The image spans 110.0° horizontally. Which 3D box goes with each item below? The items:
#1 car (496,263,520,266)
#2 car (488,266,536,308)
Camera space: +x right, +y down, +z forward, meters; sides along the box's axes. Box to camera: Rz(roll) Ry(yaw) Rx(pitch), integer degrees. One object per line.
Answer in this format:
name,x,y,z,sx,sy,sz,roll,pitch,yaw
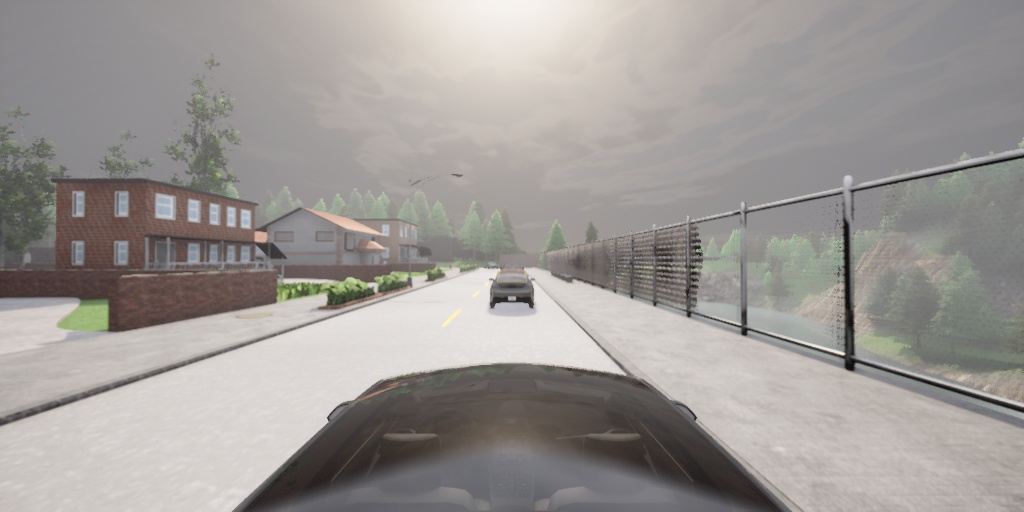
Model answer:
car,0.005,1.377,30.940,2.097,1.767,4.553,0,-1,0
car,0.006,1.395,16.155,1.837,1.490,4.892,0,0,0
